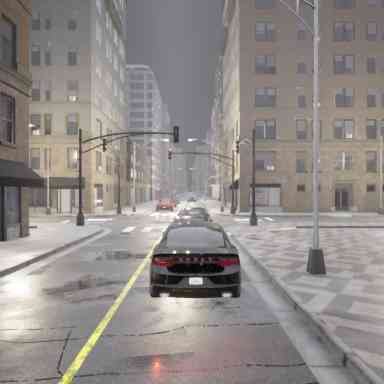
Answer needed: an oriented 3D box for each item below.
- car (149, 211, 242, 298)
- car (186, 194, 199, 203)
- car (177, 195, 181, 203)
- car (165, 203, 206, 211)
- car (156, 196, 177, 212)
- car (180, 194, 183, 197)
[{"bbox_3d":[0.066,1.477,8.556,1.882,1.535,5.008,0,0,0],"label":"car"},{"bbox_3d":[-0.007,1.597,70.776,1.895,1.301,4.718,0,0,0],"label":"car"},{"bbox_3d":[-3.121,1.544,49.468,2.033,1.411,5.357,0,0,0],"label":"car"},{"bbox_3d":[0.088,1.546,18.366,2.033,1.411,5.357,0,0,6],"label":"car"},{"bbox_3d":[-3.142,1.475,39.736,1.882,1.535,5.008,0,0,-1],"label":"car"},{"bbox_3d":[-3.134,1.502,59.642,1.837,1.490,4.892,0,0,0],"label":"car"}]
